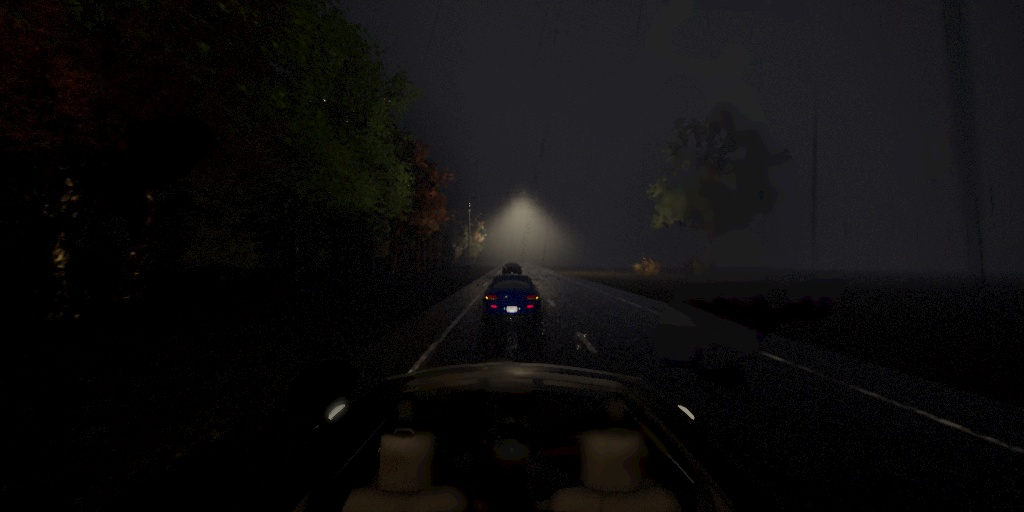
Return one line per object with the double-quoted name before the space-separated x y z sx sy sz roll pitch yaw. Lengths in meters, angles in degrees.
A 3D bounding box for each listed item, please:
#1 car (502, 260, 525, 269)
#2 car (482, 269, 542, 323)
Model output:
"car" 0.000 1.424 35.718 1.882 1.535 5.008 0 -1 0
"car" 0.000 1.334 12.339 1.812 1.442 4.674 0 0 0
